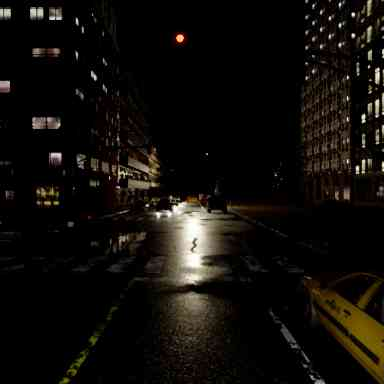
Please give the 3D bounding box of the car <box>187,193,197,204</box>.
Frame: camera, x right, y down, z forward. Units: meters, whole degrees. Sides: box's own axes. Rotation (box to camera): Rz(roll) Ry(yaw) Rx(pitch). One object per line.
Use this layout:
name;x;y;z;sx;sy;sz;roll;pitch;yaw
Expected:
car;0.098;1.526;65.386;1.882;1.535;5.008;0;0;0

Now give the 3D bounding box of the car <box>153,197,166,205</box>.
car;-5.696;1.582;58.477;1.887;1.381;4.507;0;0;0

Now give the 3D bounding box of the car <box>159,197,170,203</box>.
car;-5.696;1.637;69.532;1.802;1.307;4.206;0;0;0

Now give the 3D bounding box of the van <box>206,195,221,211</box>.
van;2.684;1.357;41.898;1.690;1.788;3.998;0;0;0

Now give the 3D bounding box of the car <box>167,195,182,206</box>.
car;-3.072;1.520;51.997;2.128;1.511;4.902;0;0;0

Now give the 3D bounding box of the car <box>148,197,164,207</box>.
car;-5.695;1.580;52.951;2.008;1.369;4.403;0;0;0

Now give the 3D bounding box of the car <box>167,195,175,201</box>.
car;-5.697;1.642;91.637;1.887;1.381;4.507;0;0;0

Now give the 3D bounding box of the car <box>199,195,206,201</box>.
car;2.684;1.611;86.281;1.752;1.417;4.829;0;0;0

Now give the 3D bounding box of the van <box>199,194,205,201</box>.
van;2.682;1.439;91.637;1.690;1.788;3.998;0;0;0

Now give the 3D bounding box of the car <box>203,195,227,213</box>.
car;2.684;1.326;36.372;2.192;1.841;5.009;0;0;0

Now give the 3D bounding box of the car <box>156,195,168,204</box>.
car;-5.697;1.487;64.005;1.967;1.590;4.097;0;0;0

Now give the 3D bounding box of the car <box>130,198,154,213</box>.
car;-5.694;1.562;36.371;2.008;1.369;4.403;0;0;0

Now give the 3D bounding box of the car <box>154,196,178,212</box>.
car;-3.097;1.561;38.534;2.033;1.411;5.357;0;0;0

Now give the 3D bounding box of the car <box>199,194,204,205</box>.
car;2.683;1.353;58.478;2.192;1.841;5.009;0;0;0

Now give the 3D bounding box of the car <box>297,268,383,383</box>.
car;2.686;1.525;4.129;1.752;1.417;4.829;0;0;0

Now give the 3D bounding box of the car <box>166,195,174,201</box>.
car;-5.696;1.611;85.941;1.752;1.417;4.829;0;0;0

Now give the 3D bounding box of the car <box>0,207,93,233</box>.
car;-9.031;1.666;20.882;5.357;1.411;2.033;-1;0;-20

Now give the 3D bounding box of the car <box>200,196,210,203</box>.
car;2.684;1.600;69.532;1.887;1.381;4.507;0;0;0

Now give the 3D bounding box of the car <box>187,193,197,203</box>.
car;0.000;1.291;75.861;2.150;2.045;5.566;0;0;0

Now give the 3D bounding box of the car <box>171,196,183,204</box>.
car;-3.025;1.599;66.947;2.033;1.411;5.357;0;0;0

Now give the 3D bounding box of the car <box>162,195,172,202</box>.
car;-5.697;1.505;75.058;1.967;1.590;4.097;0;0;0
